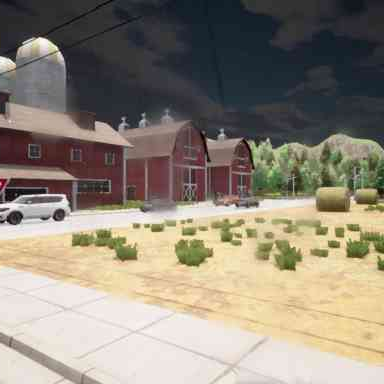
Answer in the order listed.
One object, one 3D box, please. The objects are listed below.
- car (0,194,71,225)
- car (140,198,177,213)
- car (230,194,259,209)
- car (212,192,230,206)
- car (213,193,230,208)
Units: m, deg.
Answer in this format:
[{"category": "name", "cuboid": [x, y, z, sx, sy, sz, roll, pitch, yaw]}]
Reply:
[{"category": "car", "cuboid": [-11.615, 1.195, 24.206, 2.150, 2.045, 5.566, 0, 0, 35]}, {"category": "car", "cuboid": [-3.540, 1.477, 35.810, 1.837, 1.490, 4.892, 0, 0, 35]}, {"category": "car", "cuboid": [7.599, 1.465, 45.379, 2.128, 1.511, 4.902, 0, 0, 35]}, {"category": "car", "cuboid": [4.744, 1.118, 54.883, 1.905, 1.878, 3.866, 6, 1, -8]}, {"category": "car", "cuboid": [5.199, 1.247, 48.238, 2.097, 1.767, 4.553, 0, 0, 35]}]
